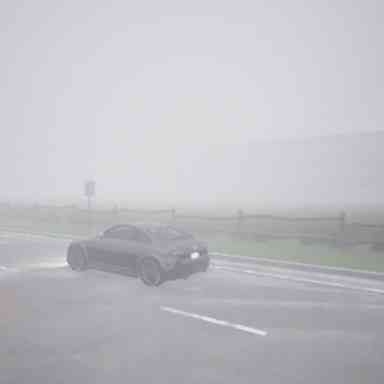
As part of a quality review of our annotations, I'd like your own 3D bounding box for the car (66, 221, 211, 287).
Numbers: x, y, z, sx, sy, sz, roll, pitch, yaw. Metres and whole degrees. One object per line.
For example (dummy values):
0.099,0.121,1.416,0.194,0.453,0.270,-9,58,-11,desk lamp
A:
-1.579,1.513,9.221,4.181,1.385,1.994,0,0,35,car
